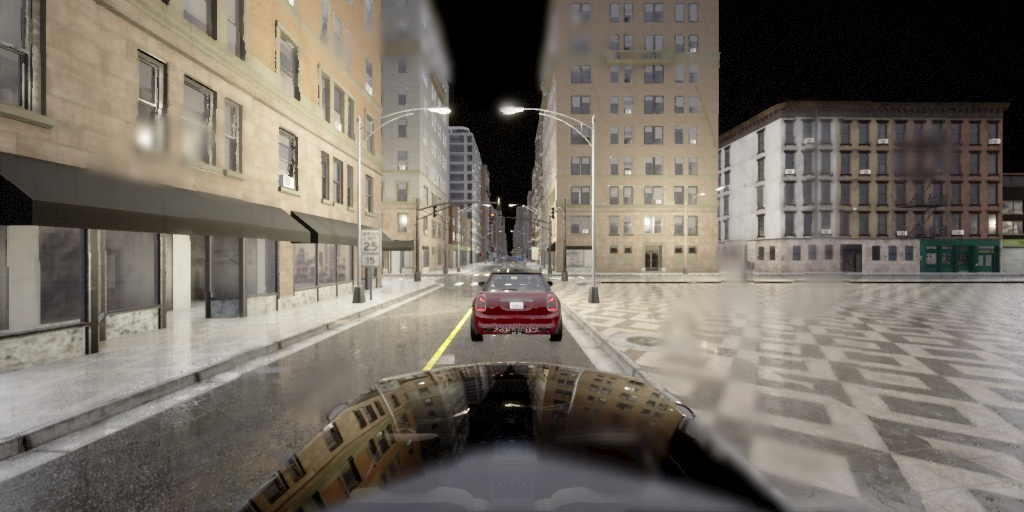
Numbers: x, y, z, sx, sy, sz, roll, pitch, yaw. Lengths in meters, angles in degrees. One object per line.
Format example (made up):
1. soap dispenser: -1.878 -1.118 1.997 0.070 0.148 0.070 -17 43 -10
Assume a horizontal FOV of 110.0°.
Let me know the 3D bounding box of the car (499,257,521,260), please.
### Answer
1. car: 0.050 1.101 19.793 2.097 1.767 4.553 0 0 -1

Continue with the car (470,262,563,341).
1. car: 0.102 1.102 9.977 2.097 1.767 4.553 0 0 0
